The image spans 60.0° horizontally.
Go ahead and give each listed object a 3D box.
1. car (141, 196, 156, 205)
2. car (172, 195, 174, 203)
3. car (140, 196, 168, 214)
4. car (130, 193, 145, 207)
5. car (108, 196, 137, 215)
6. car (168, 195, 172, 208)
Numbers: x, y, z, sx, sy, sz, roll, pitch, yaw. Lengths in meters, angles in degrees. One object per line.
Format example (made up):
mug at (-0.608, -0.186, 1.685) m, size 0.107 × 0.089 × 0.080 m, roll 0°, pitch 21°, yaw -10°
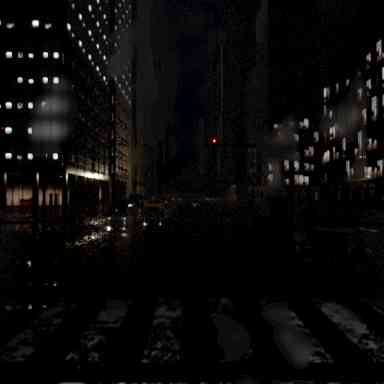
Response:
car at (-7.590, 1.494, 58.527) m, size 2.033 × 1.411 × 5.357 m, roll 0°, pitch 0°, yaw 0°
car at (-4.278, 1.480, 54.026) m, size 1.812 × 1.442 × 4.674 m, roll 0°, pitch 0°, yaw -1°
car at (-3.935, 1.452, 35.081) m, size 1.882 × 1.535 × 5.008 m, roll 0°, pitch 0°, yaw -1°
car at (-7.357, 1.182, 44.250) m, size 2.150 × 2.045 × 5.566 m, roll 0°, pitch 1°, yaw -1°
car at (-7.170, 1.480, 33.831) m, size 1.837 × 1.490 × 4.892 m, roll 0°, pitch 0°, yaw -1°
car at (-4.102, 1.318, 44.040) m, size 2.097 × 1.767 × 4.553 m, roll 0°, pitch 0°, yaw -1°
